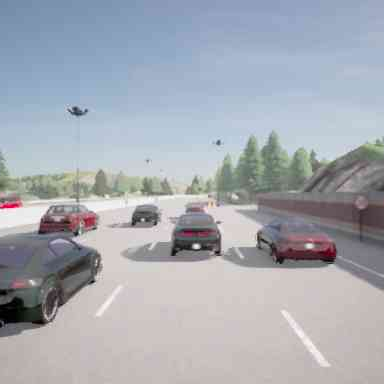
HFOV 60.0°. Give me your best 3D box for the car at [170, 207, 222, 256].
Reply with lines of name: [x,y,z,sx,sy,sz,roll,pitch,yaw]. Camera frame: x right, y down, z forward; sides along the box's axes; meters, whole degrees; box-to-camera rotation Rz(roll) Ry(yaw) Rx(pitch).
car: [0.159,1.589,13.593,1.837,1.490,4.892,0,0,0]

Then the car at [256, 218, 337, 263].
car: [3.655,1.655,12.332,1.994,1.385,4.181,0,0,0]

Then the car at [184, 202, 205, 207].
car: [0.255,1.722,31.888,1.812,1.442,4.674,0,0,0]

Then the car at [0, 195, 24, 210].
car: [-17.355,1.330,29.955,2.150,2.045,5.566,0,0,0]

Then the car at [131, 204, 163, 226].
car: [-3.285,1.644,24.749,1.837,1.490,4.892,0,0,0]

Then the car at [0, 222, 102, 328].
car: [-3.362,1.595,7.169,1.994,1.385,4.181,0,0,0]

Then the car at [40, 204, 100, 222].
car: [-6.813,1.441,18.983,2.097,1.767,4.553,0,0,0]
